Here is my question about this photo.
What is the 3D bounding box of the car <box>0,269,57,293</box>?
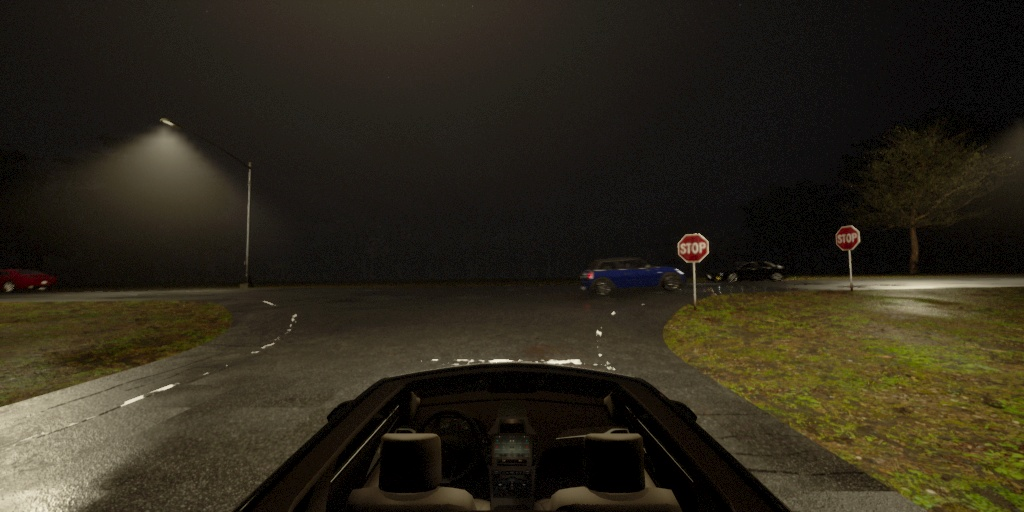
[{"bbox_3d":[-33.455,1.630,23.799,5.008,1.535,1.882,-1,-3,1],"label":"car"}]

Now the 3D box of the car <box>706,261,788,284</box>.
[{"bbox_3d":[15.473,1.102,23.744,4.892,1.490,1.837,-1,-3,-1],"label":"car"}]

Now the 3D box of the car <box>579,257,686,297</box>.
[{"bbox_3d":[5.477,0.834,16.569,4.553,1.767,2.097,-4,-2,-1],"label":"car"}]
